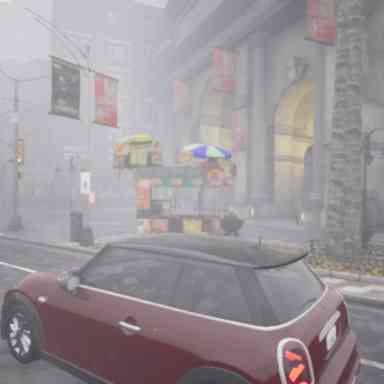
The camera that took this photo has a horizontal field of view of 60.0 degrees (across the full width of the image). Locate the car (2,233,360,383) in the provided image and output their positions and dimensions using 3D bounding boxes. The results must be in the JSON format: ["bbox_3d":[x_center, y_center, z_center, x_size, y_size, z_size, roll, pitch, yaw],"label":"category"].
[{"bbox_3d":[-0.459,1.324,4.271,4.553,1.767,2.097,1,0,36],"label":"car"}]
